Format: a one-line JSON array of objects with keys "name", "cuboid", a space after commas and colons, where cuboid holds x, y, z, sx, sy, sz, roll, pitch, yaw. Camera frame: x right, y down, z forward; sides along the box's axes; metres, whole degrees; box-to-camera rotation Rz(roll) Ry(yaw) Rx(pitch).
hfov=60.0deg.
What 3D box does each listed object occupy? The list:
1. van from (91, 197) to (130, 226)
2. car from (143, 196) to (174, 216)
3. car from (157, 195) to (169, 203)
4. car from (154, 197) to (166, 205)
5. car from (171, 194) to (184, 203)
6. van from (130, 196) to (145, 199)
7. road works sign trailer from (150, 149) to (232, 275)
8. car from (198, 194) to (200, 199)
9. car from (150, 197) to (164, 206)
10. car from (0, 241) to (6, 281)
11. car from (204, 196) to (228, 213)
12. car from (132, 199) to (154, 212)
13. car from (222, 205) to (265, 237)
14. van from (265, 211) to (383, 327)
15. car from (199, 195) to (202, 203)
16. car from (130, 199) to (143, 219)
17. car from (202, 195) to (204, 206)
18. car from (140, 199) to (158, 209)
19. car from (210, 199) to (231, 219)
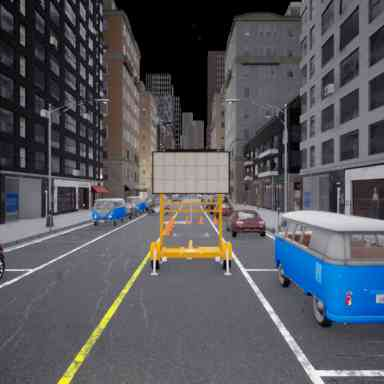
[{"name": "van", "cuboid": [-5.735, 1.340, 23.236, 1.690, 1.788, 3.998, 0, 0, 0]}, {"name": "car", "cuboid": [-3.192, 1.492, 32.649, 2.128, 1.511, 4.902, 0, 0, 0]}, {"name": "car", "cuboid": [-5.860, 1.452, 67.246, 1.967, 1.590, 4.097, 0, 0, 0]}, {"name": "car", "cuboid": [-5.844, 1.591, 61.745, 1.802, 1.307, 4.206, 0, 0, 0]}, {"name": "car", "cuboid": [-3.198, 1.578, 70.855, 1.994, 1.385, 4.181, 0, 0, 0]}, {"name": "van", "cuboid": [-5.766, 1.342, 34.238, 1.690, 1.788, 3.998, 0, 0, 0]}, {"name": "road works sign trailer", "cuboid": [-0.028, 0.464, 10.426, 2.380, 3.560, 2.880, 0, 0, 0]}, {"name": "car", "cuboid": [2.666, 1.578, 67.270, 1.947, 1.339, 4.313, 0, 0, 0]}, {"name": "car", "cuboid": [-5.828, 1.573, 56.243, 1.947, 1.339, 4.313, 0, 0, 0]}, {"name": "car", "cuboid": [-5.688, 1.440, 6.731, 1.967, 1.590, 4.097, 0, 0, 0]}, {"name": "car", "cuboid": [2.759, 1.315, 34.262, 2.192, 1.841, 5.009, 0, 0, 0]}, {"name": "car", "cuboid": [-5.781, 1.567, 39.739, 1.947, 1.339, 4.313, 0, 0, 0]}, {"name": "car", "cuboid": [2.807, 1.581, 17.758, 1.802, 1.307, 4.206, 0, 0, 0]}, {"name": "van", "cuboid": [2.838, 1.341, 6.755, 1.690, 1.788, 3.998, 0, 0, 0]}, {"name": "car", "cuboid": [2.697, 1.558, 56.267, 2.008, 1.369, 4.403, 0, 0, 0]}, {"name": "car", "cuboid": [-5.750, 1.551, 28.736, 2.008, 1.369, 4.403, 0, 0, 0]}, {"name": "car", "cuboid": [2.729, 1.443, 45.265, 1.967, 1.590, 4.097, 0, 0, 0]}, {"name": "car", "cuboid": [-5.796, 1.585, 45.241, 1.802, 1.307, 4.206, 0, 0, 0]}, {"name": "car", "cuboid": [2.776, 1.582, 28.760, 1.802, 1.307, 4.206, 0, 0, 0]}]
